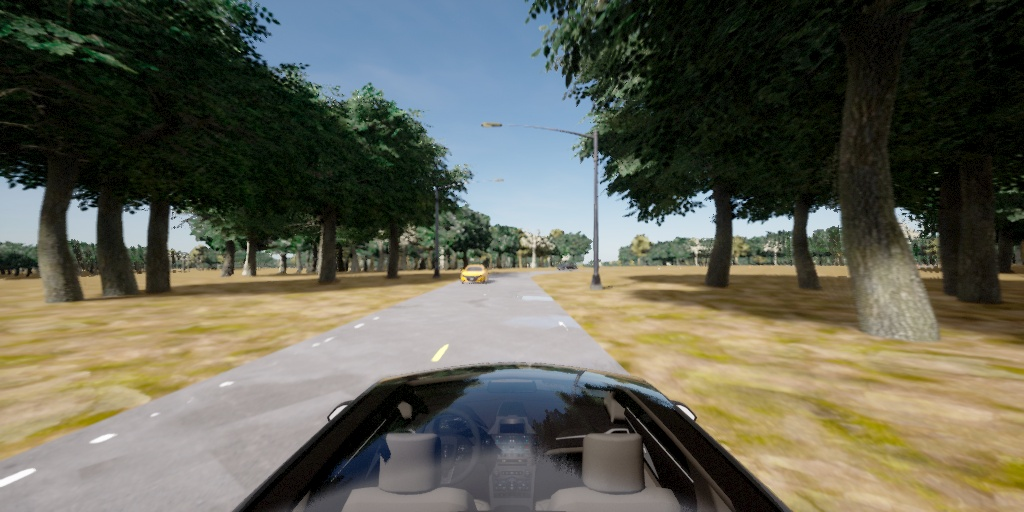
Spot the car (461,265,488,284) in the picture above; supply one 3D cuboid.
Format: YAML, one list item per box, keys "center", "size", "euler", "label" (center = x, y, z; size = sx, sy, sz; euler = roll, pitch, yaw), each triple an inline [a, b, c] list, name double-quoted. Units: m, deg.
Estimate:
- center: [-3.047, 1.505, 30.015]
  size: [1.882, 1.535, 5.008]
  euler: [0, -1, 1]
  label: "car"
